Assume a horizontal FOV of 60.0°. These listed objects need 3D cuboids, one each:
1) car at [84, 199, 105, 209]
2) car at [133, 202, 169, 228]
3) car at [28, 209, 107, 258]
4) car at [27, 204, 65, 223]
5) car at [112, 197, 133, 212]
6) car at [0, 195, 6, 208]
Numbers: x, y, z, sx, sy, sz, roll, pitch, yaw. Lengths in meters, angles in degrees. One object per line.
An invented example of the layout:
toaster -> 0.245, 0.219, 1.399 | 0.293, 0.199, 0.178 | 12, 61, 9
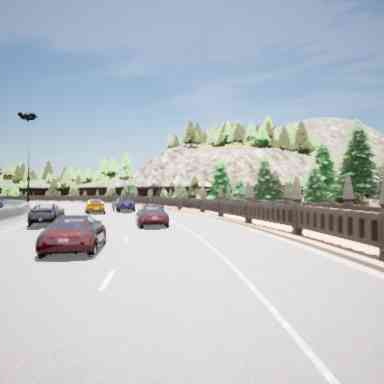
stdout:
car -> -10.887, 1.559, 37.048 | 1.882, 1.535, 5.008 | 0, 0, -21
car -> -2.748, 1.576, 22.629 | 1.994, 1.385, 4.181 | 0, 0, -13
car -> -4.551, 1.582, 13.038 | 1.994, 1.385, 4.181 | 0, 0, -8
car -> -10.067, 1.548, 23.198 | 2.128, 1.511, 4.902 | 0, 0, -14
car -> -8.218, 1.417, 39.638 | 2.097, 1.767, 4.553 | 0, 0, -22
car -> -25.760, 1.442, 43.626 | 2.150, 2.045, 5.566 | 0, 0, -29
